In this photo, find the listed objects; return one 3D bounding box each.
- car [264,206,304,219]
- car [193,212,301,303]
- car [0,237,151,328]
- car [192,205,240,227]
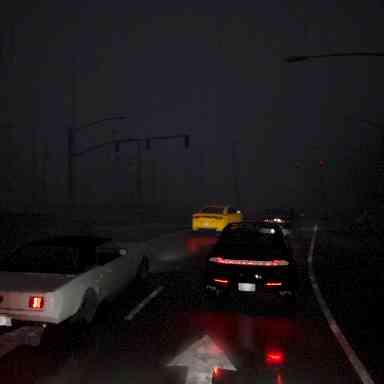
[{"bbox_3d":[4.598,1.505,17.207,1.837,1.490,4.892,0,0,21],"label":"car"},{"bbox_3d":[1.538,1.492,8.323,2.128,1.511,4.902,0,0,13],"label":"car"},{"bbox_3d":[-2.374,1.601,7.064,1.895,1.301,4.718,0,0,10],"label":"car"},{"bbox_3d":[1.598,1.478,19.035,1.882,1.535,5.008,0,0,21],"label":"car"}]
